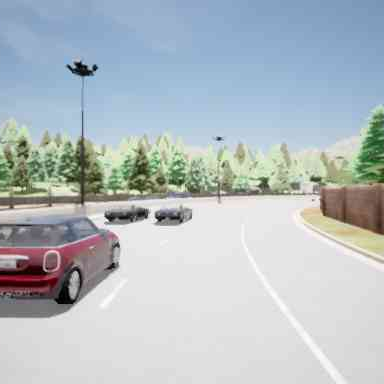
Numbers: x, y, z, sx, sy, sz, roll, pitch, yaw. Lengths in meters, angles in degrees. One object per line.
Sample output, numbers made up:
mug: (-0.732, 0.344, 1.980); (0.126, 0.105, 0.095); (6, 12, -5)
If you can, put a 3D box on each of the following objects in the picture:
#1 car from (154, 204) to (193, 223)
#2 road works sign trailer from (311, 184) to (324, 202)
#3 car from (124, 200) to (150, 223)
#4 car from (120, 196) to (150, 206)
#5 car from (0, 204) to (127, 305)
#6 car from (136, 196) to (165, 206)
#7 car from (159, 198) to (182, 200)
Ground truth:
car: (-1.214, 1.530, 24.697); (1.895, 1.301, 4.718); (0, 0, 12)
road works sign trailer: (25.971, 0.268, 68.137); (2.880, 3.560, 2.380); (0, 0, -42)
car: (-4.704, 1.529, 25.051); (1.895, 1.301, 4.718); (0, 0, 12)
car: (-9.240, 1.392, 54.563); (2.033, 1.411, 5.357); (0, 0, 27)
car: (-3.265, 1.329, 8.214); (2.097, 1.767, 4.553); (0, 0, 3)
car: (-6.394, 1.342, 52.322); (2.128, 1.511, 4.902); (0, 0, 27)
car: (-2.528, 1.073, 52.322); (2.150, 2.045, 5.566); (0, 0, 27)
